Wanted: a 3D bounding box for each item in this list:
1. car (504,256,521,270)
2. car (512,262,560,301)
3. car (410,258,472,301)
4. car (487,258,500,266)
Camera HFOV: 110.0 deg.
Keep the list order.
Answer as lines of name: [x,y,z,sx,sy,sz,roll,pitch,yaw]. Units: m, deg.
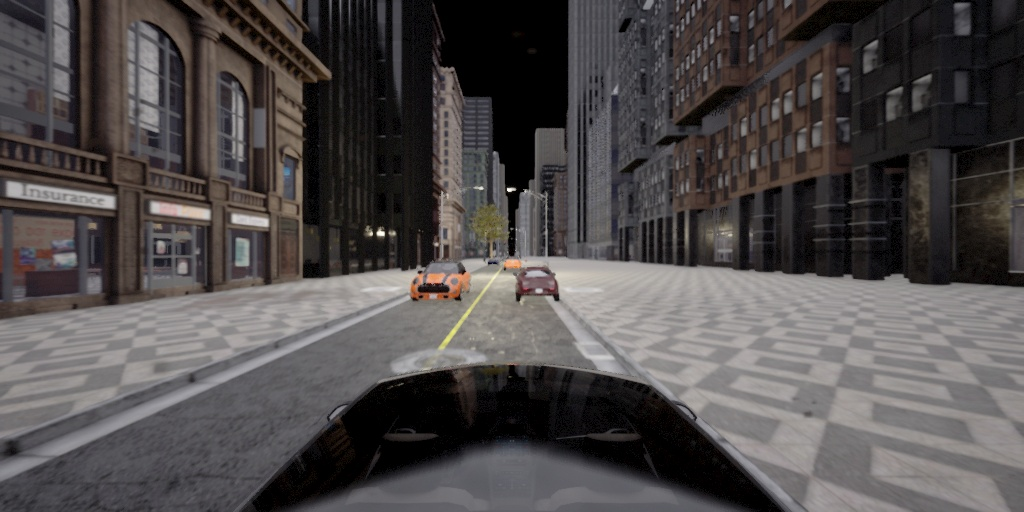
car: [0.095,0.799,45.345,2.097,1.767,4.553,0,0,0]
car: [1.056,1.171,16.298,1.812,1.442,4.674,0,0,0]
car: [-3.093,0.996,16.335,2.097,1.767,4.553,0,0,0]
car: [-3.025,0.970,58.691,1.895,1.301,4.718,0,0,1]
